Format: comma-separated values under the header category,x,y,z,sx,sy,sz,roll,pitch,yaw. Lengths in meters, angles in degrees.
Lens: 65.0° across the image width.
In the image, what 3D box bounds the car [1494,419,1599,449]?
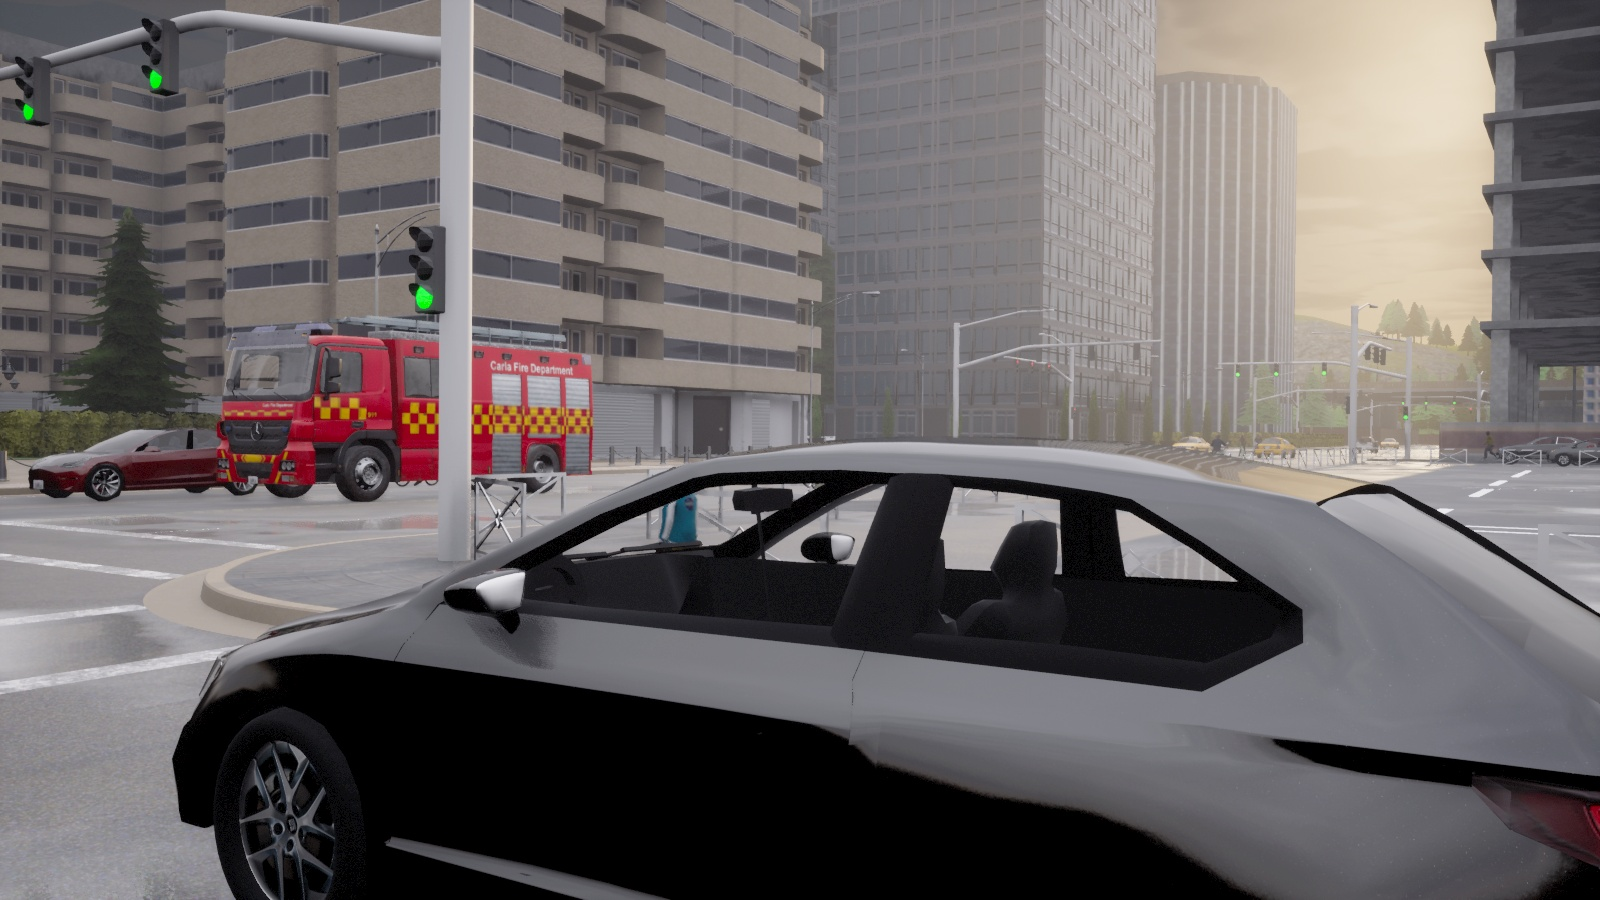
category,x,y,z,sx,sy,sz,roll,pitch,yaw
car,41.957,-0.889,70.566,5.027,1.651,2.152,0,1,32

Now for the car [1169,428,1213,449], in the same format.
category,x,y,z,sx,sy,sz,roll,pitch,yaw
car,29.585,-0.894,94.940,1.801,1.575,5.366,0,1,32

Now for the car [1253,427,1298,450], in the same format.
category,x,y,z,sx,sy,sz,roll,pitch,yaw
car,33.141,-0.823,87.405,1.801,1.575,5.366,0,1,34

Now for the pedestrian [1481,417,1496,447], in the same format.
category,x,y,z,sx,sy,sz,roll,pitch,yaw
pedestrian,41.909,-1.091,76.444,0.726,1.835,0.370,0,1,22

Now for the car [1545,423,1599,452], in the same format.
category,x,y,z,sx,sy,sz,roll,pitch,yaw
car,42.050,-0.664,66.379,4.514,1.525,2.007,0,1,32

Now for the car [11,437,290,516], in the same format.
category,x,y,z,sx,sy,sz,roll,pitch,yaw
car,-13.616,0.491,26.643,2.163,1.488,4.792,0,1,32

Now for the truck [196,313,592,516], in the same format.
category,x,y,z,sx,sy,sz,roll,pitch,yaw
truck,-8.614,-0.738,28.003,2.891,3.827,8.468,0,1,32

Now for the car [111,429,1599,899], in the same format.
category,x,y,z,sx,sy,sz,roll,pitch,yaw
car,0.098,0.696,3.550,4.193,1.474,1.816,0,1,33
